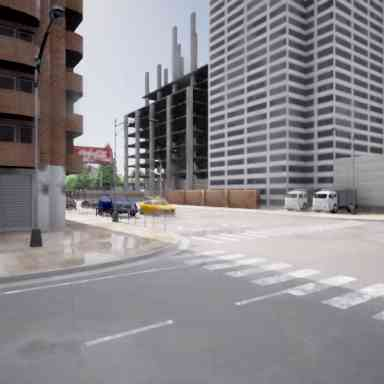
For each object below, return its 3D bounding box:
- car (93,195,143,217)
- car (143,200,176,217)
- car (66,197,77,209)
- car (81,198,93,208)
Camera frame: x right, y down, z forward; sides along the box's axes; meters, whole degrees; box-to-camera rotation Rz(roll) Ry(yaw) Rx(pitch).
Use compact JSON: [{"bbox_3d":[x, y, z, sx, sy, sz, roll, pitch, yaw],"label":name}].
[{"bbox_3d":[-7.069,1.270,31.223,2.150,2.045,5.566,0,0,-35],"label":"car"},{"bbox_3d":[-3.397,1.525,32.111,1.882,1.535,5.008,0,0,-35],"label":"car"},{"bbox_3d":[-17.628,1.430,46.293,2.097,1.767,4.553,0,0,-35],"label":"car"},{"bbox_3d":[-14.504,1.612,47.936,1.994,1.385,4.181,0,0,-35],"label":"car"}]
